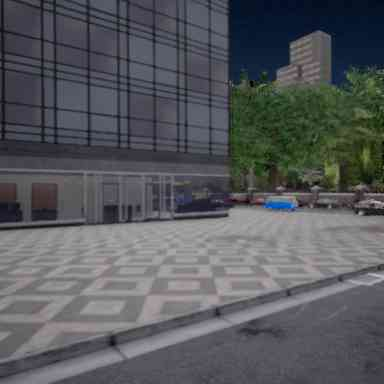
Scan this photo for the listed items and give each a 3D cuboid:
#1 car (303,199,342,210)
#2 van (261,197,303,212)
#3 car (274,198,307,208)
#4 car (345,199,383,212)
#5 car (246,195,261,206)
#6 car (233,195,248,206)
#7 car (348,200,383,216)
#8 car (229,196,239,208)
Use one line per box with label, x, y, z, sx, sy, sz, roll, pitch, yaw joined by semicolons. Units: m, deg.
car;17.488;1.560;43.894;2.008;1.369;4.403;-1;0;-35
van;10.519;1.423;38.977;1.690;1.788;3.998;-1;0;-35
car;14.305;1.597;48.411;1.947;1.339;4.313;-1;0;-35
car;20.668;1.564;39.376;1.802;1.307;4.206;-1;0;-35
car;11.126;1.631;52.931;1.802;1.307;4.206;-1;0;-35
car;7.944;1.377;57.448;2.192;1.841;5.009;-1;0;-35
car;16.883;1.573;29.941;2.008;1.369;4.403;-1;0;-35
car;4.161;1.666;48.015;1.887;1.381;4.507;-1;0;-35
